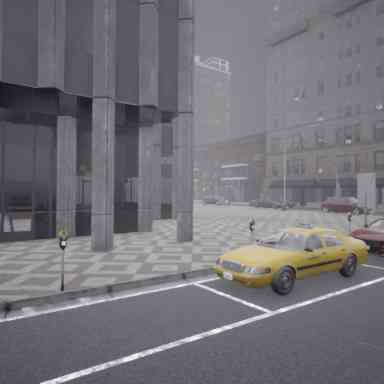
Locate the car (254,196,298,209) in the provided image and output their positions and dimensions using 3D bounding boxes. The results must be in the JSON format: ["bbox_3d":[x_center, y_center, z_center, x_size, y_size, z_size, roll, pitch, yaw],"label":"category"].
[{"bbox_3d":[10.571,1.322,42.320,2.033,1.411,5.357,1,0,-35],"label":"car"}]

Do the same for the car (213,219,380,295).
[{"bbox_3d":[2.753,1.527,8.714,4.829,1.417,1.752,0,1,-35],"label":"car"}]

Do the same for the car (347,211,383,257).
[{"bbox_3d":[7.472,1.547,12.077,4.507,1.381,1.887,0,1,-35],"label":"car"}]

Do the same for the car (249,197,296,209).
[{"bbox_3d":[9.035,1.306,38.947,2.033,1.411,5.357,1,0,-35],"label":"car"}]

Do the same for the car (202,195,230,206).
[{"bbox_3d":[3.367,1.160,47.018,2.128,1.511,4.902,1,0,-35],"label":"car"}]

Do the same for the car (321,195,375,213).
[{"bbox_3d":[14.543,1.197,31.127,2.097,1.767,4.553,1,0,-35],"label":"car"}]

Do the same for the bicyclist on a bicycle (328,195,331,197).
[{"bbox_3d":[16.313,1.158,39.451,1.656,1.620,0.582,0,0,-35],"label":"bicyclist on a bicycle"}]
